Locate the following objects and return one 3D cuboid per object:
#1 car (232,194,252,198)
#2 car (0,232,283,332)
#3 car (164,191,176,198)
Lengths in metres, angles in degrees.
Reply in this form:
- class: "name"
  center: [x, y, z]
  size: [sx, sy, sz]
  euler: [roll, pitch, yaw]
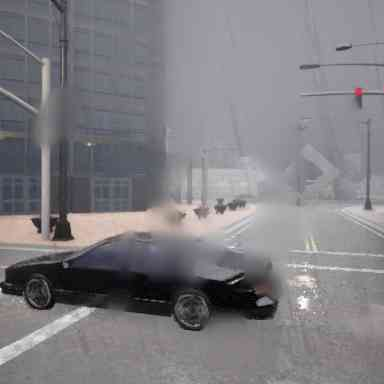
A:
- class: "car"
  center: [13.863, 1.238, 91.608]
  size: [5.357, 1.411, 2.033]
  euler: [0, 0, -20]
- class: "car"
  center: [-1.012, 1.526, 6.520]
  size: [5.357, 1.411, 2.033]
  euler: [0, 0, 17]
- class: "car"
  center: [-7.010, 0.823, 90.954]
  size: [5.566, 2.045, 2.150]
  euler: [0, 0, 14]
